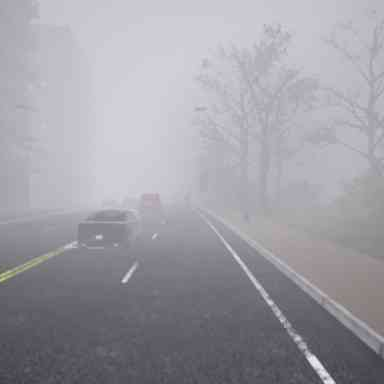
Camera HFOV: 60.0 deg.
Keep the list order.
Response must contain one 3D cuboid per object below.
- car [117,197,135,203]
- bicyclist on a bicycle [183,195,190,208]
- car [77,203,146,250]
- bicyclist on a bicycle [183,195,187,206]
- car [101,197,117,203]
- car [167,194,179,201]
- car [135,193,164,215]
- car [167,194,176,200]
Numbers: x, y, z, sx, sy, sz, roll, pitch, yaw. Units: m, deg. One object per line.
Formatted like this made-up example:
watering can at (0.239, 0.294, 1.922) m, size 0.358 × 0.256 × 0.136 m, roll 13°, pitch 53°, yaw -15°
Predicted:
car at (-8.035, 1.361, 43.324) m, size 2.128 × 1.511 × 4.902 m, roll 0°, pitch 0°, yaw -4°
bicyclist on a bicycle at (-0.567, 1.231, 43.869) m, size 0.659 × 1.776 × 1.843 m, roll 0°, pitch 0°, yaw -4°
car at (-3.339, 1.437, 14.231) m, size 1.882 × 1.535 × 5.008 m, roll 0°, pitch 0°, yaw -1°
bicyclist on a bicycle at (-1.148, 1.285, 52.132) m, size 0.582 × 1.620 × 1.656 m, roll 0°, pitch 0°, yaw -4°
car at (-11.510, 1.426, 46.801) m, size 1.994 × 1.385 × 4.181 m, roll 0°, pitch 0°, yaw -4°
car at (-3.955, 1.314, 73.044) m, size 1.994 × 1.385 × 4.181 m, roll 0°, pitch 0°, yaw -6°
car at (-3.996, 1.122, 32.863) m, size 2.150 × 2.045 × 5.566 m, roll 0°, pitch 0°, yaw -3°
car at (-5.195, 1.141, 84.073) m, size 2.033 × 1.411 × 5.357 m, roll 0°, pitch 0°, yaw -7°
